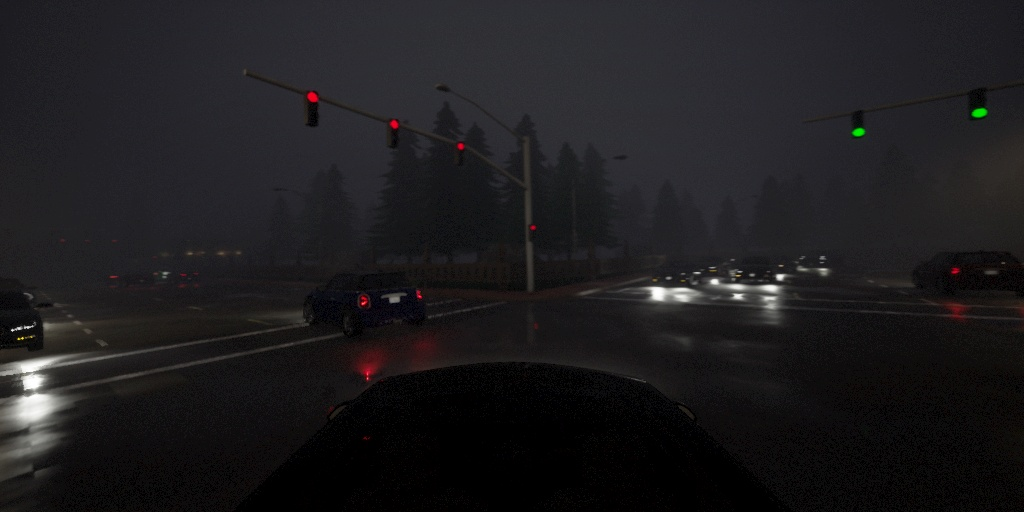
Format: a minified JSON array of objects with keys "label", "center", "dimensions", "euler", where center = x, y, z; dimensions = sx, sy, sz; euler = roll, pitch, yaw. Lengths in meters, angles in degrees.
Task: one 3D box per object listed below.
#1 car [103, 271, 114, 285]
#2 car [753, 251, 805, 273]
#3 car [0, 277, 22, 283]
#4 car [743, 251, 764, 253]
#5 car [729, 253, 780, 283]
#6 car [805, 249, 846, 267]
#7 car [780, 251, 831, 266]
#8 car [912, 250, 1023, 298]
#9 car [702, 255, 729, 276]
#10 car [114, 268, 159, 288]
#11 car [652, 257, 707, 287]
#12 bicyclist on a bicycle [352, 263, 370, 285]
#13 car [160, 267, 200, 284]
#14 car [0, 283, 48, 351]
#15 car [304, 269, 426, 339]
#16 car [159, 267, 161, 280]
[{"label":"car","center":[-42.682,2.343,38.949],"dimensions":[4.674,1.442,1.812],"euler":[-1,0,36]},{"label":"car","center":[21.365,0.585,28.747],"dimensions":[5.357,1.411,2.033],"euler":[-2,0,-41]},{"label":"car","center":[-21.331,1.676,14.738],"dimensions":[4.553,1.767,2.097],"euler":[-1,0,36]},{"label":"car","center":[22.897,0.325,34.280],"dimensions":[4.553,1.767,2.097],"euler":[-2,0,-34]},{"label":"car","center":[14.704,0.754,21.586],"dimensions":[1.837,1.490,4.892],"euler":[-1,0,39]},{"label":"car","center":[29.825,0.134,34.425],"dimensions":[4.553,1.767,2.097],"euler":[-2,0,-27]},{"label":"car","center":[32.050,0.250,39.157],"dimensions":[5.357,1.411,2.033],"euler":[-2,0,-23]},{"label":"car","center":[17.823,0.544,14.108],"dimensions":[2.097,1.767,4.553],"euler":[-1,0,37]},{"label":"car","center":[15.316,0.713,27.593],"dimensions":[1.837,1.490,4.892],"euler":[-1,0,43]},{"label":"car","center":[-35.189,2.109,33.567],"dimensions":[5.008,1.535,1.882],"euler":[-1,0,36]},{"label":"car","center":[9.610,0.957,20.755],"dimensions":[1.994,1.385,4.181],"euler":[-1,0,38]},{"label":"bicyclist on a bicycle","center":[-10.581,1.289,24.842],"dimensions":[0.582,1.620,1.656],"euler":[-1,1,36]},{"label":"car","center":[-33.938,2.075,36.975],"dimensions":[4.902,1.511,2.128],"euler":[-1,0,36]},{"label":"car","center":[-13.435,1.634,9.067],"dimensions":[4.892,1.490,1.837],"euler":[-1,0,36]},{"label":"car","center":[-4.628,1.225,10.949],"dimensions":[4.553,1.767,2.097],"euler":[-2,0,44]},{"label":"car","center":[-41.373,2.120,42.315],"dimensions":[4.553,1.767,2.097],"euler":[-1,0,36]}]
